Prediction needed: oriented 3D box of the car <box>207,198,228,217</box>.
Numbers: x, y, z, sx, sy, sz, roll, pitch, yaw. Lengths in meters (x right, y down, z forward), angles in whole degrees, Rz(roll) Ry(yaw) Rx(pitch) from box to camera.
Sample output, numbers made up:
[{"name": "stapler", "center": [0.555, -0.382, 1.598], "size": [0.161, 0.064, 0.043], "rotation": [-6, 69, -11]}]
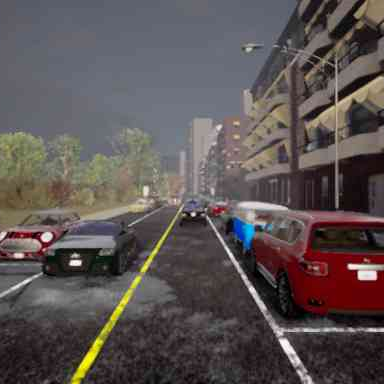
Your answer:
[{"name": "car", "center": [2.554, 1.497, 29.915], "size": [1.887, 1.381, 4.507], "rotation": [1, 0, 0]}]

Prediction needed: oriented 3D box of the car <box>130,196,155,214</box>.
[{"name": "car", "center": [-5.329, 1.472, 34.658], "size": [1.752, 1.417, 4.829], "rotation": [1, 0, 0]}]

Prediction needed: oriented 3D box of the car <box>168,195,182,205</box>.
[{"name": "car", "center": [-2.785, 1.316, 54.739], "size": [2.097, 1.767, 4.553], "rotation": [0, 0, 0]}]

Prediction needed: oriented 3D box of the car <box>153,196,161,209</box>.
[{"name": "car", "center": [-5.333, 1.490, 40.482], "size": [2.008, 1.369, 4.403], "rotation": [1, 0, 0]}]

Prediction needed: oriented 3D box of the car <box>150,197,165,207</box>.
[{"name": "car", "center": [-5.341, 1.508, 51.790], "size": [1.802, 1.307, 4.206], "rotation": [1, 0, 0]}]

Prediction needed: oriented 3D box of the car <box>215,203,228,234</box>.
[{"name": "car", "center": [2.561, 1.535, 18.593], "size": [1.947, 1.339, 4.313], "rotation": [1, 0, 0]}]

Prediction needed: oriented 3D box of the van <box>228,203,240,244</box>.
[{"name": "van", "center": [2.567, 1.319, 12.931], "size": [1.690, 1.788, 3.998], "rotation": [1, 0, 0]}]

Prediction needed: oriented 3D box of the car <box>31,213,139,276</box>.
[{"name": "car", "center": [-2.856, 1.546, 10.179], "size": [1.994, 1.385, 4.181], "rotation": [0, 0, 0]}]

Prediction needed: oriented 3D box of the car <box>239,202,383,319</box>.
[{"name": "car", "center": [2.571, 1.302, 7.270], "size": [2.192, 1.841, 5.009], "rotation": [1, 0, 0]}]

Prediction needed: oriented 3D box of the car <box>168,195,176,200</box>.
[{"name": "car", "center": [-5.366, 1.437, 89.905], "size": [1.887, 1.381, 4.507], "rotation": [1, 0, 0]}]

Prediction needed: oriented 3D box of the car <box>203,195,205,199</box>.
[{"name": "car", "center": [2.543, 1.498, 46.897], "size": [1.947, 1.339, 4.313], "rotation": [1, 0, 0]}]

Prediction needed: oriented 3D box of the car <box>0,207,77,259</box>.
[{"name": "car", "center": [-5.314, 1.419, 12.212], "size": [1.967, 1.590, 4.097], "rotation": [1, 0, 0]}]

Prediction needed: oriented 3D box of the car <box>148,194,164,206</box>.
[{"name": "car", "center": [-5.335, 1.248, 46.135], "size": [2.192, 1.841, 5.009], "rotation": [1, 0, 0]}]

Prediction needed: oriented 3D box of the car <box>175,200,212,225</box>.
[{"name": "car", "center": [0.085, 1.509, 23.694], "size": [2.033, 1.411, 5.357], "rotation": [0, 0, 0]}]

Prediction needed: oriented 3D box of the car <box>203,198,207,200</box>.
[{"name": "car", "center": [2.550, 1.511, 35.576], "size": [1.947, 1.339, 4.313], "rotation": [1, 0, 0]}]

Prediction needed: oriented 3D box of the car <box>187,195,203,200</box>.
[{"name": "car", "center": [0.075, 1.464, 40.948], "size": [1.812, 1.442, 4.674], "rotation": [0, 0, 0]}]
